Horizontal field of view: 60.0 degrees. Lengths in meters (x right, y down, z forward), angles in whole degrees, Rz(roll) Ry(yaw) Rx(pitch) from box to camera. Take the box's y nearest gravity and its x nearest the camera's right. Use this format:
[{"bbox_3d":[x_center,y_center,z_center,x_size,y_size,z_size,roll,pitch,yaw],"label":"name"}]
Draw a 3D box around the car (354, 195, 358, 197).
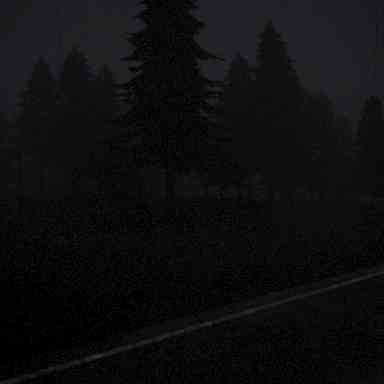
[{"bbox_3d":[32.291,1.265,64.530,3.988,1.617,1.851,0,0,-36],"label":"car"}]
